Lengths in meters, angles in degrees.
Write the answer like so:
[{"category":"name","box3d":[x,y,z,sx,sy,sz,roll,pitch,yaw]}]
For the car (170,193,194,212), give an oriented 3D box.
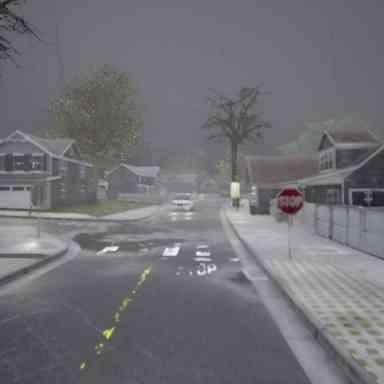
[{"category":"car","box3d":[-1.003,1.206,37.226,2.150,2.045,5.566,0,2,5]}]
